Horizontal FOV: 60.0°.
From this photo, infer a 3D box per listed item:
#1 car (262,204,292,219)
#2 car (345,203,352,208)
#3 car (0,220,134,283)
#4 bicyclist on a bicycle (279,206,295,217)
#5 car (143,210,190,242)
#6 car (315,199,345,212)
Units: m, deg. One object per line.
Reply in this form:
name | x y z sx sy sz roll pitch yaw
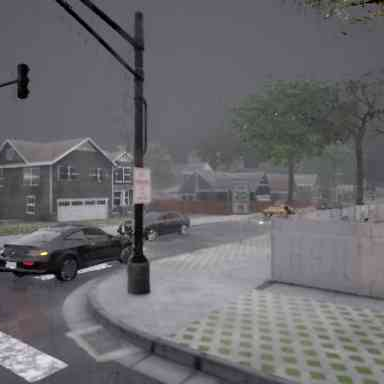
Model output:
car | 8.933 2.028 34.725 1.882 1.535 5.008 0 -1 34
car | 22.966 2.327 50.259 1.812 1.442 4.674 0 -1 34
car | -3.642 1.721 10.446 1.812 1.442 4.674 0 -2 22
bicyclist on a bicycle | 5.709 1.673 19.626 1.656 1.620 0.582 0 -1 34
car | -1.981 1.815 18.741 1.837 1.490 4.892 0 -1 34
car | 16.999 1.894 41.425 2.150 2.045 5.566 0 -1 35
